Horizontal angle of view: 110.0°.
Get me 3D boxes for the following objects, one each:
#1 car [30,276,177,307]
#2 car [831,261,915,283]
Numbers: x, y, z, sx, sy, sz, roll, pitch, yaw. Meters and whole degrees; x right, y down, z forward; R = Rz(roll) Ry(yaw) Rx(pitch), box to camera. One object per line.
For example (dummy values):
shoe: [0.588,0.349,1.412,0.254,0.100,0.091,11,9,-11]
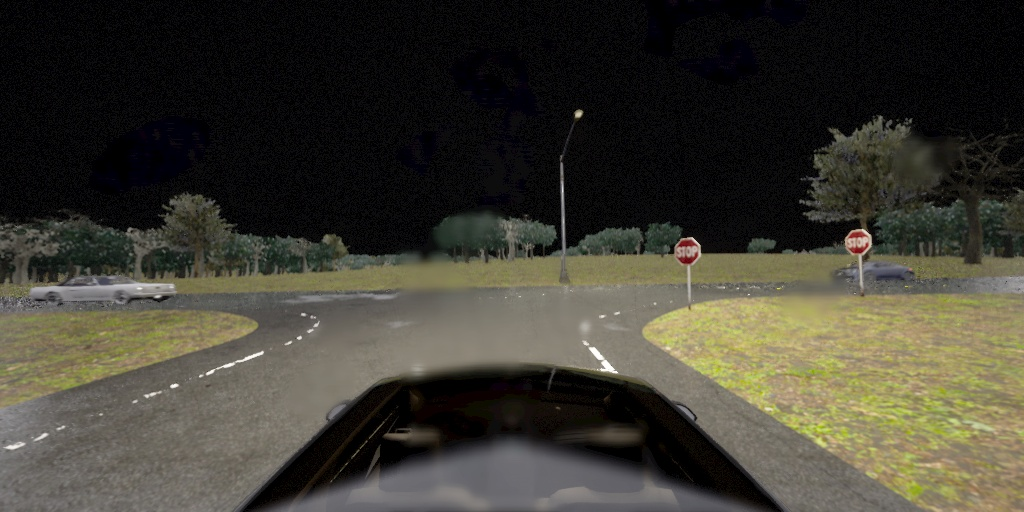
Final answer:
car: [-18.123,1.549,16.103,4.718,1.301,1.895,-1,-2,0]
car: [23.583,1.034,23.542,4.181,1.385,1.994,-1,-2,-1]
